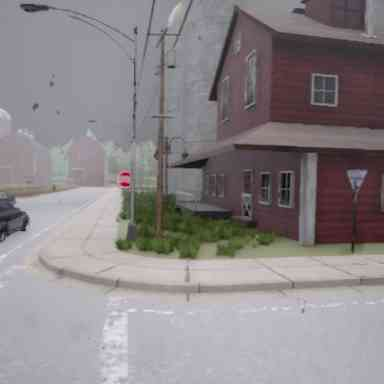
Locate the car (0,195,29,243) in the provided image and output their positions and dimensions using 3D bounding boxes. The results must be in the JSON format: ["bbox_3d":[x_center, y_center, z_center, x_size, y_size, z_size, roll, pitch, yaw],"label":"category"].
[{"bbox_3d":[-7.746,1.026,12.757,1.994,1.385,4.181,1,2,-12],"label":"car"}]

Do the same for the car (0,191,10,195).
[{"bbox_3d":[-13.324,0.613,22.025,2.033,1.411,5.357,1,2,-11],"label":"car"}]
